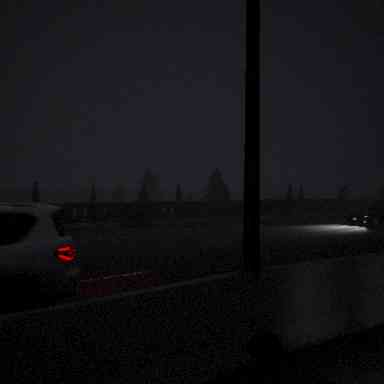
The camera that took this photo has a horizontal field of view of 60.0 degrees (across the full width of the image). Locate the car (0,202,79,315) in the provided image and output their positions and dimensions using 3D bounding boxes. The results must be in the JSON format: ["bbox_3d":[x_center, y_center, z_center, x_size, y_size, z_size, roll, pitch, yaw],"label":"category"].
[{"bbox_3d":[-4.581,1.203,4.904,5.566,2.045,2.150,0,0,-35],"label":"car"}]

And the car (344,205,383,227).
[{"bbox_3d":[12.472,1.590,22.749,4.181,1.385,1.994,0,0,-27],"label":"car"}]
